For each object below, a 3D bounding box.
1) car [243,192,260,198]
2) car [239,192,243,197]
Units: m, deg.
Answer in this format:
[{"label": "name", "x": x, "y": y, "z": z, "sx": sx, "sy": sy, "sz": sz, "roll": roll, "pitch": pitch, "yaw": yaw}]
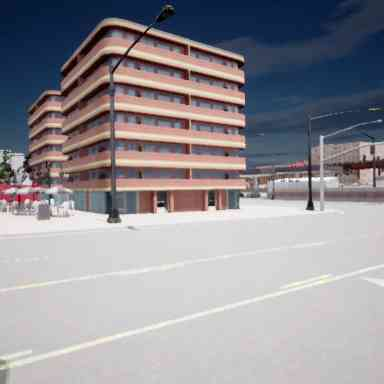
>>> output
[{"label": "car", "x": 16.436, "y": 0.790, "z": 88.833, "sx": 3.806, "sy": 1.475, "sz": 1.970, "roll": -1, "pitch": 1, "yaw": -35}, {"label": "car", "x": 12.462, "y": 0.643, "z": 93.051, "sx": 4.611, "sy": 1.667, "sz": 2.242, "roll": -1, "pitch": 1, "yaw": -35}]
